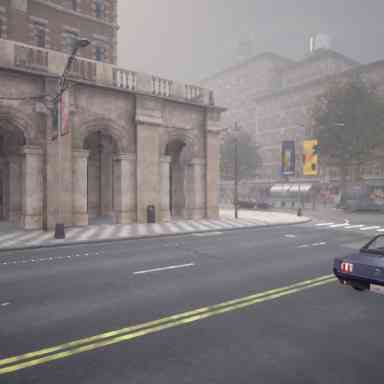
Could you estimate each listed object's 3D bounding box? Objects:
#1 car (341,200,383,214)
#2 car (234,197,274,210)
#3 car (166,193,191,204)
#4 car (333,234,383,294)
[{"bbox_3d":[18.502,1.548,34.600,2.033,1.411,5.357,0,0,-45],"label":"car"},{"bbox_3d":[7.610,1.478,42.782,1.882,1.535,5.008,0,0,-36],"label":"car"},{"bbox_3d":[-2.586,1.223,62.884,2.150,2.045,5.566,0,0,-35],"label":"car"},{"bbox_3d":[5.426,1.601,7.762,4.718,1.301,1.895,0,0,-36],"label":"car"}]
